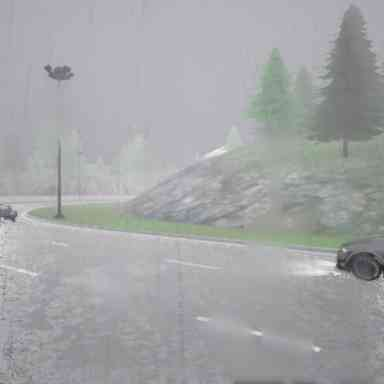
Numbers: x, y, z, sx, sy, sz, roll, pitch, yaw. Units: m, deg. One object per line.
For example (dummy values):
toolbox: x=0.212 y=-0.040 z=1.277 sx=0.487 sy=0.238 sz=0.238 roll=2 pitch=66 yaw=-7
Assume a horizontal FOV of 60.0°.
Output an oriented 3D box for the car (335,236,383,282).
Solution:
car: x=5.916 y=1.564 z=8.370 sx=4.181 sy=1.385 sz=1.994 roll=0 pitch=0 yaw=35

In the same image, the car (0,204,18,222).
car: x=-14.798 y=1.595 z=25.398 sx=1.895 sy=1.301 sz=4.718 roll=0 pitch=0 yaw=-38
